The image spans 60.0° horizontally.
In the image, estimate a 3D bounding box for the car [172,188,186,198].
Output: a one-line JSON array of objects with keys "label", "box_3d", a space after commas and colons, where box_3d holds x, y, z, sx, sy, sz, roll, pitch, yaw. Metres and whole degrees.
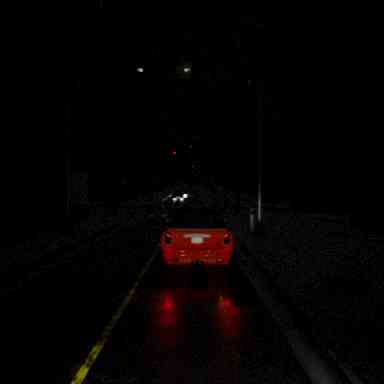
[{"label": "car", "box_3d": [-2.445, 0.303, 59.893, 2.033, 1.411, 5.357, 0, 2, 1]}]

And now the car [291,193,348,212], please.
[{"label": "car", "box_3d": [12.911, 1.060, 34.430, 5.009, 1.841, 2.192, 1, 0, 0]}]

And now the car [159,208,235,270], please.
[{"label": "car", "box_3d": [0.158, 1.288, 11.009, 2.097, 1.767, 4.553, 0, 1, 0]}]

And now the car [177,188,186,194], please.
[{"label": "car", "box_3d": [-2.321, -0.206, 75.347, 1.895, 1.301, 4.718, 0, 2, 0]}]

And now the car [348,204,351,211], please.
[{"label": "car", "box_3d": [18.310, 1.403, 34.411, 4.206, 1.307, 1.802, 1, 0, 0]}]
